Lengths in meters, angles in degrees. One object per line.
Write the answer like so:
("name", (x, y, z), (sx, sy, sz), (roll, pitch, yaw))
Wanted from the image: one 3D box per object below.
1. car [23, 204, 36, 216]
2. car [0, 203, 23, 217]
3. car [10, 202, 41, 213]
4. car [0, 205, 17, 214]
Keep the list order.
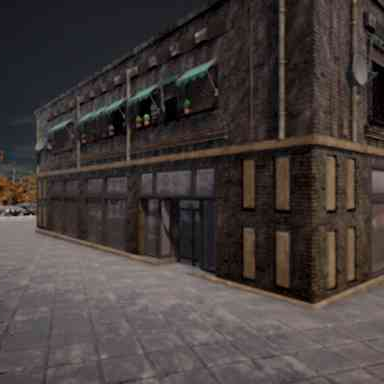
("car", (-25.553, 2.902, 48.888), (4.792, 1.488, 2.163), (0, -2, 20))
("car", (-26.504, 2.624, 46.277), (4.553, 1.767, 2.185), (0, -3, 20))
("car", (-33.172, 3.111, 66.321), (5.566, 2.045, 2.435), (0, -2, 20))
("car", (-34.886, 3.189, 61.004), (5.366, 1.575, 1.946), (0, -2, 20))
